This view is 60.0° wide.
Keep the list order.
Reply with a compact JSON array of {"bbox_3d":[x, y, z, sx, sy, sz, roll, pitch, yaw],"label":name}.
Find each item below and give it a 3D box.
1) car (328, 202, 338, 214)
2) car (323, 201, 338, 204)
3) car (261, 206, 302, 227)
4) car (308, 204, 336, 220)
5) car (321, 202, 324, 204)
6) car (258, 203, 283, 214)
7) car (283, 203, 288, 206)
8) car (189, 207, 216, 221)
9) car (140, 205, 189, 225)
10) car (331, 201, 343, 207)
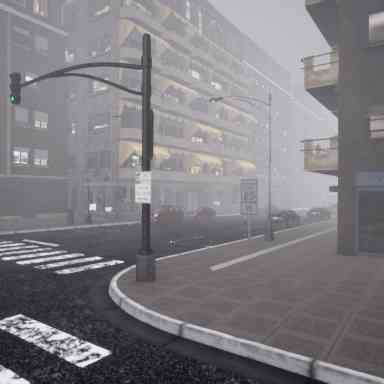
[{"bbox_3d":[20.704,2.458,46.257,1.752,1.417,4.829,-1,-2,35],"label":"car"},{"bbox_3d":[23.570,2.597,54.841,1.812,1.442,4.674,0,-1,35],"label":"car"},{"bbox_3d":[7.655,2.095,27.476,1.947,1.339,4.313,-1,-2,35],"label":"car"},{"bbox_3d":[14.131,2.295,36.796,1.947,1.339,4.313,-1,-2,35],"label":"car"},{"bbox_3d":[29.934,2.822,74.187,1.967,1.590,4.097,-1,-1,35],"label":"car"},{"bbox_3d":[10.541,2.327,46.201,1.887,1.381,4.507,-1,-1,35],"label":"car"},{"bbox_3d":[13.682,2.404,50.722,1.752,1.417,4.829,-1,-1,35],"label":"car"},{"bbox_3d":[0.829,2.063,32.220,1.802,1.307,4.206,-1,-1,35],"label":"car"},{"bbox_3d":[-2.409,1.821,27.563,1.967,1.590,4.097,-1,-1,35],"label":"car"},{"bbox_3d":[36.416,3.022,83.502,1.967,1.590,4.097,-1,-1,35],"label":"car"}]
